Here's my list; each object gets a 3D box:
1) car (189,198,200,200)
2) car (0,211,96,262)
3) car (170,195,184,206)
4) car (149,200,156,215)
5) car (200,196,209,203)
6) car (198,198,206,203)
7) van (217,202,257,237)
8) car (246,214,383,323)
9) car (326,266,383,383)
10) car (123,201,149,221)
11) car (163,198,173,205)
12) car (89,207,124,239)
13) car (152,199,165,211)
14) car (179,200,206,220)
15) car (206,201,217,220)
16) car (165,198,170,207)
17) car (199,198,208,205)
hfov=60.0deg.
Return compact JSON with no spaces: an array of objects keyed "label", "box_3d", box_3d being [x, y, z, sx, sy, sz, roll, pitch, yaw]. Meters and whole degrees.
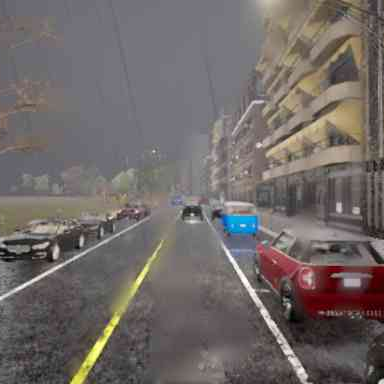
[{"label":"car","box_3d":[-0.001,1.847,56.400,1.801,1.575,5.366,0,0,0]},{"label":"car","box_3d":[-5.308,1.635,12.352,2.008,1.369,4.403,1,0,0]},{"label":"car","box_3d":[-2.778,1.666,63.276,2.150,2.045,5.566,0,0,1]},{"label":"car","box_3d":[-5.310,1.806,34.968,1.947,1.339,4.313,1,0,0]},{"label":"car","box_3d":[2.571,1.800,69.559,2.192,1.841,5.009,1,0,0]},{"label":"car","box_3d":[2.567,2.175,86.539,1.947,1.339,4.313,1,0,0]},{"label":"van","box_3d":[2.574,1.469,18.610,1.690,1.788,3.998,1,0,0]},{"label":"car","box_3d":[2.574,1.491,7.288,1.967,1.590,4.097,1,0,0]},{"label":"car","box_3d":[2.573,1.563,1.626,2.008,1.369,4.403,1,0,0]},{"label":"car","box_3d":[-5.308,1.641,29.314,1.967,1.590,4.097,1,0,0]},{"label":"car","box_3d":[-5.312,2.072,74.544,2.008,1.369,4.403,1,0,0]},{"label":"car","box_3d":[-5.308,1.674,18.006,2.008,1.369,4.403,1,0,0]},{"label":"car","box_3d":[-5.309,1.760,46.276,1.967,1.590,4.097,1,0,0]},{"label":"car","box_3d":[0.048,1.718,30.636,1.837,1.490,4.892,0,-1,1]},{"label":"car","box_3d":[2.571,1.772,29.930,1.947,1.339,4.313,1,0,0]},{"label":"car","box_3d":[-5.311,1.944,57.583,1.887,1.381,4.507,1,0,0]},{"label":"car","box_3d":[2.568,2.071,75.218,1.887,1.381,4.507,1,0,0]}]
